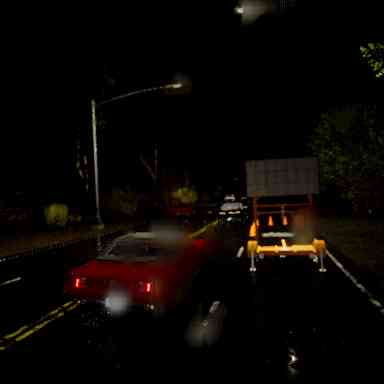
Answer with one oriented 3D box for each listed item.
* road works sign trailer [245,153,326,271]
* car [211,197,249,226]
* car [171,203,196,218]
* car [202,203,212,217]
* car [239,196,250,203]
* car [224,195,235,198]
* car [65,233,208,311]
[{"bbox_3d":[3.078,0.559,11.285,2.380,3.560,2.880,-3,-1,13],"label":"road works sign trailer"},{"bbox_3d":[3.108,1.561,25.157,2.128,1.511,4.902,-3,1,13],"label":"car"},{"bbox_3d":[-0.937,2.008,37.195,1.882,1.535,5.008,-3,-1,13],"label":"car"},{"bbox_3d":[2.338,1.947,36.918,1.994,1.385,4.181,-3,-1,13],"label":"car"},{"bbox_3d":[12.083,1.787,76.909,2.033,1.411,5.357,-3,0,14],"label":"car"},{"bbox_3d":[8.811,1.655,77.256,2.150,2.045,5.566,-3,0,14],"label":"car"},{"bbox_3d":[-0.848,1.618,7.863,1.895,1.301,4.718,0,0,12],"label":"car"}]
